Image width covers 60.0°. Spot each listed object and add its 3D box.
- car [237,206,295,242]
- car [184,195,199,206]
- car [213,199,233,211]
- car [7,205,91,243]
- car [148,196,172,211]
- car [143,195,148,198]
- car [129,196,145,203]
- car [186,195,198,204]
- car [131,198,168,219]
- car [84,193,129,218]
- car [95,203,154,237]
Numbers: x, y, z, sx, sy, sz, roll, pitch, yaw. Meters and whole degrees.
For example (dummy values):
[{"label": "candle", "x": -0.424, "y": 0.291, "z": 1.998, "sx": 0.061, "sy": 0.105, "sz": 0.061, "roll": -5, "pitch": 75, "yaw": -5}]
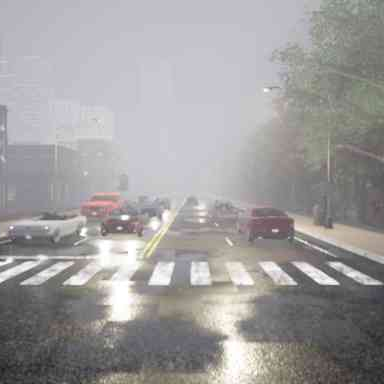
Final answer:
[{"label": "car", "x": 3.345, "y": 1.391, "z": 15.810, "sx": 1.882, "sy": 1.535, "sz": 5.008, "roll": 0, "pitch": 0, "yaw": 0}, {"label": "car", "x": -0.018, "y": 1.267, "z": 47.201, "sx": 1.812, "sy": 1.442, "sz": 4.674, "roll": 0, "pitch": 0, "yaw": 0}, {"label": "car", "x": 3.339, "y": 1.398, "z": 37.041, "sx": 1.895, "sy": 1.301, "sz": 4.718, "roll": 0, "pitch": 0, "yaw": 0}, {"label": "car", "x": -6.611, "y": 1.515, "z": 15.683, "sx": 1.895, "sy": 1.301, "sz": 4.718, "roll": 0, "pitch": 0, "yaw": 1}, {"label": "car", "x": -3.264, "y": 1.288, "z": 37.096, "sx": 2.128, "sy": 1.511, "sz": 4.902, "roll": 0, "pitch": 0, "yaw": 0}, {"label": "car", "x": -6.515, "y": 1.256, "z": 45.344, "sx": 1.837, "sy": 1.490, "sz": 4.892, "roll": 0, "pitch": 0, "yaw": 0}, {"label": "car", "x": -6.522, "y": 1.409, "z": 35.031, "sx": 1.895, "sy": 1.301, "sz": 4.718, "roll": 0, "pitch": 0, "yaw": 0}, {"label": "car", "x": -0.021, "y": 1.249, "z": 57.205, "sx": 1.994, "sy": 1.385, "sz": 4.181, "roll": 0, "pitch": 0, "yaw": 0}, {"label": "car", "x": -3.335, "y": 1.417, "z": 26.846, "sx": 1.994, "sy": 1.385, "sz": 4.181, "roll": 0, "pitch": 0, "yaw": 0}, {"label": "car", "x": -6.590, "y": 1.083, "z": 25.224, "sx": 2.150, "sy": 2.045, "sz": 5.566, "roll": 0, "pitch": 0, "yaw": 0}, {"label": "car", "x": -3.347, "y": 1.469, "z": 17.328, "sx": 1.994, "sy": 1.385, "sz": 4.181, "roll": 0, "pitch": 0, "yaw": 0}]
